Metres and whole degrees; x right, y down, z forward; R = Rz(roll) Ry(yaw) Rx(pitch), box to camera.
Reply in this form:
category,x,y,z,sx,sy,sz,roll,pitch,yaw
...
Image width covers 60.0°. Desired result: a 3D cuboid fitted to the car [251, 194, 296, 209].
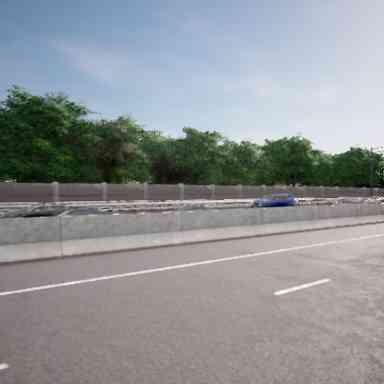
category,x,y,z,sx,sy,sz,roll,pitch,yaw
car,8.904,1.218,36.124,5.566,2.045,2.150,0,0,-35

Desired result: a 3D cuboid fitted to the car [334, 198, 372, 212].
category,x,y,z,sx,sy,sz,roll,pitch,yaw
car,18.899,1.500,38.873,4.892,1.490,1.837,1,0,-35

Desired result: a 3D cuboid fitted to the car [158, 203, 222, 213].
category,x,y,z,sx,sy,sz,roll,pitch,yaw
car,-0.040,1.549,25.456,5.357,1.411,2.033,0,0,-35

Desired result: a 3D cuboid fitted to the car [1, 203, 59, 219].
category,x,y,z,sx,sy,sz,roll,pitch,yaw
car,-10.133,1.493,22.560,4.902,1.511,2.128,0,0,-35

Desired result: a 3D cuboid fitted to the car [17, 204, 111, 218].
category,x,y,z,sx,sy,sz,roll,pitch,yaw
car,-6.006,1.527,16.906,4.674,1.442,1.812,0,0,-36

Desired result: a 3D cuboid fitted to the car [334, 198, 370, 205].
category,x,y,z,sx,sy,sz,roll,pitch,yaw
car,14.990,1.488,31.854,4.902,1.511,2.128,0,0,-35
